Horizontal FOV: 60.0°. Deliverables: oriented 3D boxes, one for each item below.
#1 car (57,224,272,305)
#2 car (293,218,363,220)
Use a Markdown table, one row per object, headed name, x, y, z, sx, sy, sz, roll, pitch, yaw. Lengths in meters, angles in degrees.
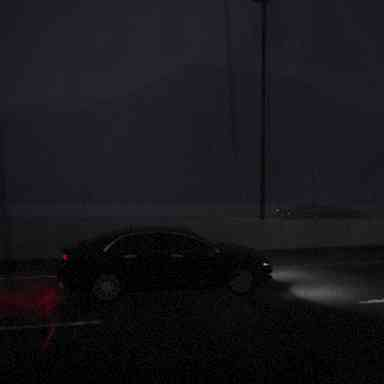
| name | x | y | z | sx | sy | sz | roll | pitch | yaw |
| --- | --- | --- | --- | --- | --- | --- | --- | --- | --- |
| car | -0.539 | 1.551 | 7.832 | 4.892 | 1.490 | 1.837 | 1 | 0 | -12 |
| car | 10.610 | 1.728 | 25.459 | 5.008 | 1.535 | 1.882 | 1 | 0 | -18 |
